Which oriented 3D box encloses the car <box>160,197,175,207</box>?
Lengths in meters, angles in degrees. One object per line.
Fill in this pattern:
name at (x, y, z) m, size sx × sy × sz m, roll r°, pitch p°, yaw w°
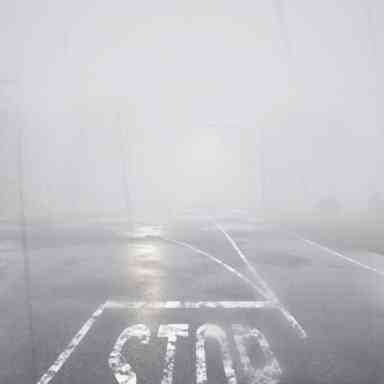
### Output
car at (-3.684, 1.559, 50.637) m, size 1.812 × 1.442 × 4.674 m, roll 0°, pitch 0°, yaw -1°
